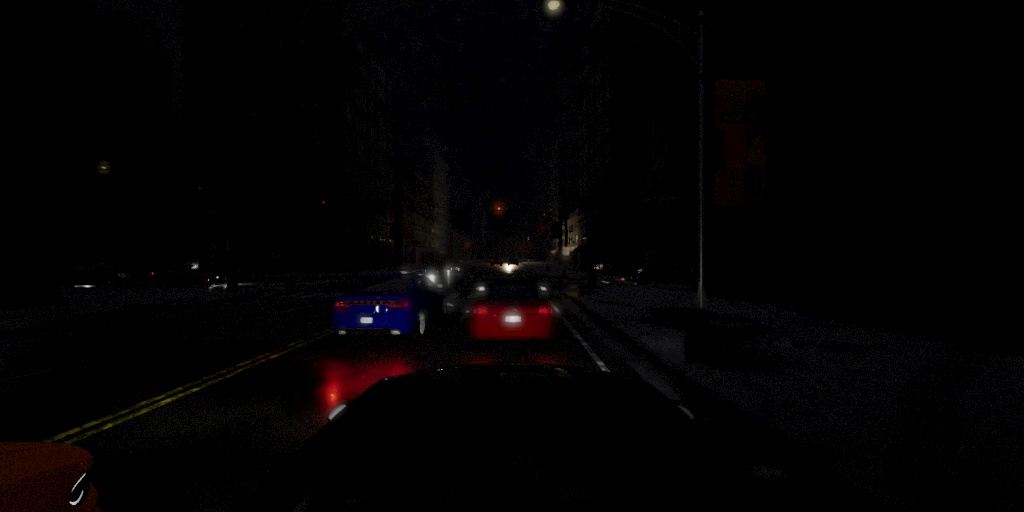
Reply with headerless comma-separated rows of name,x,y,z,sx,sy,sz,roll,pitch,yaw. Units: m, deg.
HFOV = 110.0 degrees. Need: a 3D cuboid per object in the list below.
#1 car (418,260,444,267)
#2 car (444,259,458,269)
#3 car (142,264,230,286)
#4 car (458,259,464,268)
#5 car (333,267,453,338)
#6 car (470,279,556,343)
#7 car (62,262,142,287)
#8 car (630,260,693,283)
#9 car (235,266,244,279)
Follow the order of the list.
car,-9.718,1.350,42.498,1.895,1.301,4.718,0,0,0
car,-9.680,1.251,52.786,1.837,1.490,4.892,0,0,0
car,-22.523,1.307,25.018,4.181,1.385,1.994,0,0,1
car,-9.618,1.290,63.116,2.033,1.411,5.357,0,0,1
car,-3.122,1.228,10.176,1.882,1.535,5.008,0,0,0
car,0.029,1.314,9.648,1.994,1.385,4.181,0,0,0
car,-25.350,1.172,22.500,4.097,1.591,1.967,0,0,0
car,11.631,1.140,28.061,4.553,1.767,2.097,0,0,2
car,-25.283,1.330,30.524,4.313,1.339,1.948,0,0,0
